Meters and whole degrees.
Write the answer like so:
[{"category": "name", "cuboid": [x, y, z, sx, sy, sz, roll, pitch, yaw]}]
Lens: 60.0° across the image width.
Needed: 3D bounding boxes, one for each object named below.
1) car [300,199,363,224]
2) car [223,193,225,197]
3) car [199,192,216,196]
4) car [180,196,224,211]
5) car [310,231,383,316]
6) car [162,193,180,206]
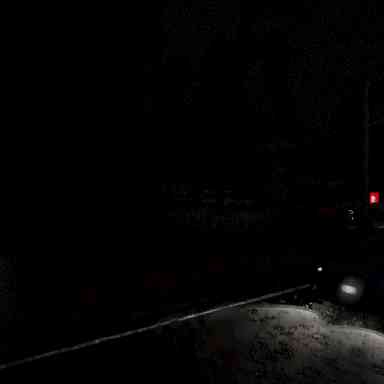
[{"category": "car", "cuboid": [10.500, 1.367, 25.018, 2.097, 1.767, 4.553, 0, 0, -36]}, {"category": "car", "cuboid": [7.046, 1.092, 94.350, 1.905, 1.878, 3.866, 0, 0, -37]}, {"category": "car", "cuboid": [4.957, 1.113, 92.288, 1.932, 1.855, 4.605, 0, 0, -37]}, {"category": "car", "cuboid": [1.104, 1.493, 37.524, 1.882, 1.535, 5.008, 0, 0, -37]}, {"category": "car", "cuboid": [4.443, 1.564, 7.113, 4.181, 1.385, 1.994, 0, 0, -35]}, {"category": "car", "cuboid": [-3.647, 1.367, 50.080, 2.097, 1.767, 4.553, 0, 0, -35]}]
